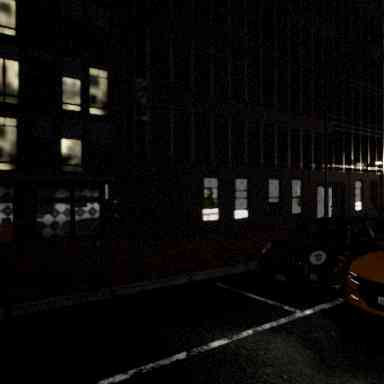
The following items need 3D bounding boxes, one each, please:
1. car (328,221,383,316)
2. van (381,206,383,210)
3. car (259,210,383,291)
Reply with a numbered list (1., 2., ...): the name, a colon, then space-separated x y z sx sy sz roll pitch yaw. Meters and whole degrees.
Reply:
1. car: 5.093 1.445 6.698 5.008 1.535 1.882 0 0 -35
2. van: 8.163 1.286 11.922 3.998 1.788 1.690 0 0 -35
3. car: 3.638 1.408 8.694 4.097 1.590 1.967 0 0 -35
